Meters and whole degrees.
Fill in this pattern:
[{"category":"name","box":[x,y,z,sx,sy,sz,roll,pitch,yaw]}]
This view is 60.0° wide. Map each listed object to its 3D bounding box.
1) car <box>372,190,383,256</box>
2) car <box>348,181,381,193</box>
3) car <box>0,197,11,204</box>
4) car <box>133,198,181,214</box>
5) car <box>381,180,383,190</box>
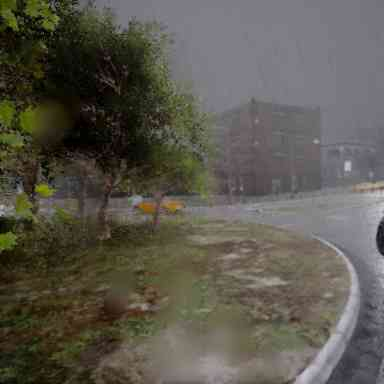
[{"category":"car","box":[6.614,1.042,8.757,2.150,2.045,5.566,-1,0,17]},{"category":"car","box":[26.597,-0.727,51.880,5.366,1.575,1.946,-5,2,-31]},{"category":"car","box":[-34.646,1.619,60.281,4.792,1.488,2.163,-1,1,-42]},{"category":"car","box":[-3.442,1.336,32.169,5.008,1.535,1.882,-1,0,28]},{"category":"car","box":[31.325,-1.167,54.702,5.366,1.575,1.946,-5,2,-31]}]
